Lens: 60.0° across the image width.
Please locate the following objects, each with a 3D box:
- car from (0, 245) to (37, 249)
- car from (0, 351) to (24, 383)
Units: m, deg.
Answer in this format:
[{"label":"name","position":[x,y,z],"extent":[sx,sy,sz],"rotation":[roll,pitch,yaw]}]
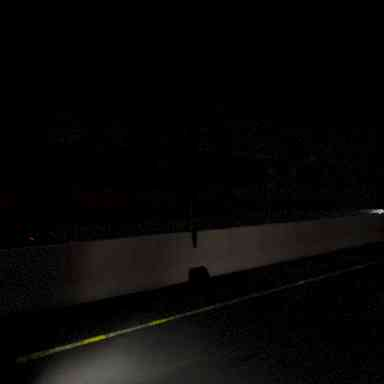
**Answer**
[{"label":"car","position":[-6.433,1.492,8.042],"extent":[4.902,1.511,2.128],"rotation":[-1,0,-36]},{"label":"car","position":[-3.286,1.537,1.417],"extent":[4.674,1.442,1.812],"rotation":[0,0,-36]}]
